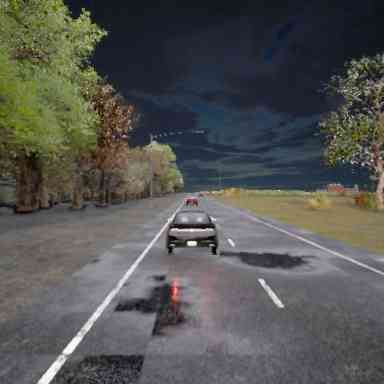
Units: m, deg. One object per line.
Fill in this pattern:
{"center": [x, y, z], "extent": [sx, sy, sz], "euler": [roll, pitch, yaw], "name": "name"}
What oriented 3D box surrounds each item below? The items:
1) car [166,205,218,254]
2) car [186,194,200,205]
{"center": [0.004, 1.492, 13.455], "extent": [2.128, 1.511, 4.902], "euler": [0, 0, 0], "name": "car"}
{"center": [0.008, 1.475, 55.837], "extent": [1.882, 1.535, 5.008], "euler": [0, 0, 0], "name": "car"}
